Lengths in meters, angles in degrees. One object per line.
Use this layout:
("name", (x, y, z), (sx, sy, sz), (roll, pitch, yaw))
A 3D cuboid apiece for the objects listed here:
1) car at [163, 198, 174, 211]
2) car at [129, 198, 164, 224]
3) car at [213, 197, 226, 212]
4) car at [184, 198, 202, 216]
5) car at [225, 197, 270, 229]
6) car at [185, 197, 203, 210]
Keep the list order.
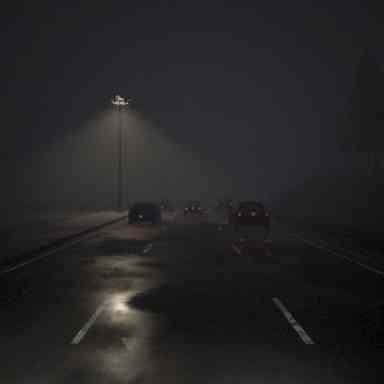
("car", (-3.309, 1.504, 40.430), (1.837, 1.490, 4.892), (0, 0, 1))
("car", (-3.399, 1.478, 24.576), (1.882, 1.535, 5.008), (0, 0, 0))
("car", (3.656, 1.352, 39.303), (2.097, 1.767, 4.553), (0, 0, 1))
("car", (0.098, 1.548, 33.013), (2.033, 1.411, 5.357), (0, 0, 0))
("car", (3.600, 1.352, 21.623), (2.097, 1.767, 4.553), (0, 0, 0))
("car", (0.290, 1.492, 43.167), (2.128, 1.511, 4.902), (0, 0, 2))
